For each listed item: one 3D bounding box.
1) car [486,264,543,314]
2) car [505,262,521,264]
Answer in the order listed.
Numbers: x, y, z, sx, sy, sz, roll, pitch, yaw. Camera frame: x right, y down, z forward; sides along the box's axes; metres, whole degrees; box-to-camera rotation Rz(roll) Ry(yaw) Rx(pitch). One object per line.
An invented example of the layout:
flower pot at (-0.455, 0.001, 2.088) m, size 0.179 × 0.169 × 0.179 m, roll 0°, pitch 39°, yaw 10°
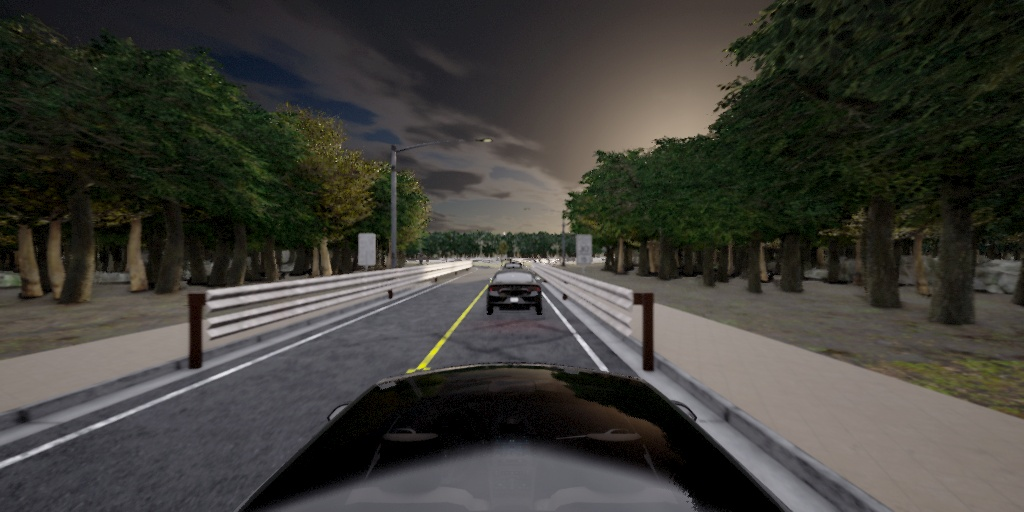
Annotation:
car at (0.084, 1.225, 13.756) m, size 1.882 × 1.535 × 5.008 m, roll 0°, pitch 0°, yaw 0°
car at (0.082, 1.248, 29.621) m, size 1.837 × 1.490 × 4.892 m, roll 0°, pitch 0°, yaw 0°
